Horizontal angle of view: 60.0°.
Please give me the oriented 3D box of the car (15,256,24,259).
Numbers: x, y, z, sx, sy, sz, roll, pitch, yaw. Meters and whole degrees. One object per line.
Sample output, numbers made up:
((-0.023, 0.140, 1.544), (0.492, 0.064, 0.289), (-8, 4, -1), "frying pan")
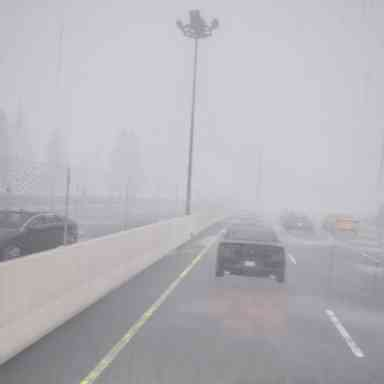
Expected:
((-5.451, 1.337, 10.542), (2.128, 1.511, 4.902), (3, -1, 10), "car")

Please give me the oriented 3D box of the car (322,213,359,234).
((11.810, 2.421, 26.729), (1.882, 1.535, 5.008), (3, -1, 10), "car")

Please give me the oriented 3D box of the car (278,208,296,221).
((11.544, 2.696, 40.307), (1.895, 1.301, 4.718), (3, -1, 17), "car")

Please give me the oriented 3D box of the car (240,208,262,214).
((5.122, 2.148, 29.008), (1.812, 1.442, 4.674), (3, -1, 11), "car")

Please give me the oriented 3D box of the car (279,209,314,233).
((8.046, 2.297, 25.568), (1.994, 1.385, 4.181), (3, -1, 10), "car")

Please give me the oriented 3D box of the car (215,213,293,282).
((1.899, 1.710, 10.828), (1.882, 1.535, 5.008), (3, -1, 10), "car")
